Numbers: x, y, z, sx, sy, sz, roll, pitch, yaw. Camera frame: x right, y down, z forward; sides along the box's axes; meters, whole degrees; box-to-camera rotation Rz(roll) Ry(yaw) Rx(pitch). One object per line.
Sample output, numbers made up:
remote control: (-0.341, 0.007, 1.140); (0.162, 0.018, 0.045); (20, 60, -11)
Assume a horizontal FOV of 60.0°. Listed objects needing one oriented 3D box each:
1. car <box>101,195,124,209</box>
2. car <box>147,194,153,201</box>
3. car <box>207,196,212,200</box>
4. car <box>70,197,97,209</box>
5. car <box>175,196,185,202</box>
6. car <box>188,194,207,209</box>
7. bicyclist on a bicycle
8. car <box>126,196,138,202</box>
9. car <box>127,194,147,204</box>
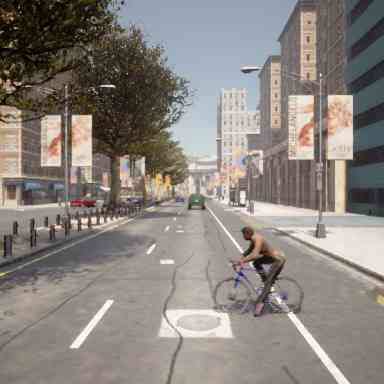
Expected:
car: (-11.063, 1.547, 46.173); (2.033, 1.411, 5.357); (0, 0, 1)
car: (-10.560, 1.355, 80.020); (2.097, 1.767, 4.553); (0, 0, 1)
car: (4.309, 1.594, 89.992); (1.895, 1.301, 4.718); (0, 0, 1)
car: (-15.203, 1.477, 46.748); (1.882, 1.535, 5.008); (1, 0, 13)
car: (-2.622, 1.524, 74.095); (1.812, 1.442, 4.674); (0, 0, 1)
car: (0.635, 1.221, 45.922); (2.150, 2.045, 5.566); (0, 0, 1)
bicyclist on a bicycle: (1.199, 1.445, 6.095); (1.656, 1.620, 0.582); (-1, 0, 1)
car: (-14.084, 1.595, 78.039); (1.895, 1.301, 4.718); (0, 0, 1)
car: (-10.773, 1.491, 64.993); (2.128, 1.511, 4.902); (0, 0, 1)
